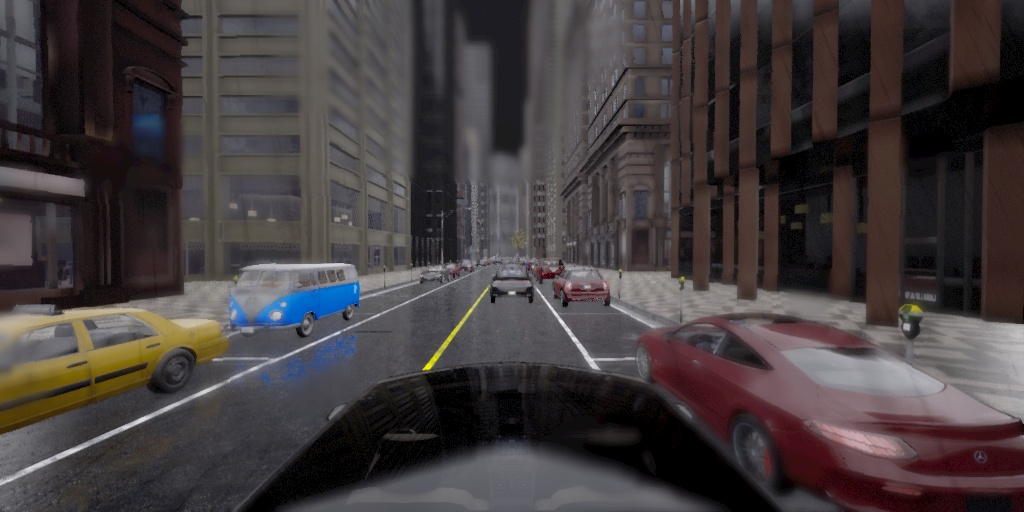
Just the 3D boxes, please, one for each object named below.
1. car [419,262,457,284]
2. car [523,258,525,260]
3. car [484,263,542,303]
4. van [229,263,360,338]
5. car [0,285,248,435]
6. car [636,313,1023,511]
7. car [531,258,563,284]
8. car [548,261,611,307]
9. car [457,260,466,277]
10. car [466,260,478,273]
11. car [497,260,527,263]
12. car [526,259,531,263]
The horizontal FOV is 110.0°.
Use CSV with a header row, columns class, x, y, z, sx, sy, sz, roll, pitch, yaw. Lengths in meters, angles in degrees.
class,x,y,z,sx,sy,sz,roll,pitch,yaw
car,-5.669,1.293,26.699,2.007,1.370,4.403,0,0,0
car,3.140,1.209,57.495,1.882,1.535,5.008,0,0,0
car,0.000,1.241,16.501,2.128,1.511,4.902,0,0,0
van,-5.669,1.087,9.826,1.690,1.789,3.998,0,0,0
car,-5.669,1.273,4.031,1.751,1.417,4.829,0,0,0
car,2.857,1.330,4.210,1.802,1.307,4.207,0,0,0
car,2.857,1.058,26.708,2.192,1.841,5.009,0,0,0
car,2.857,1.185,15.459,1.967,1.591,4.097,0,0,0
car,-5.668,1.286,32.324,1.888,1.381,4.507,0,0,0
car,-5.668,1.177,43.573,1.967,1.591,4.097,0,0,0
car,0.000,1.306,31.502,2.033,1.411,5.357,0,0,0
car,2.857,1.179,37.956,1.967,1.591,4.097,0,0,0
